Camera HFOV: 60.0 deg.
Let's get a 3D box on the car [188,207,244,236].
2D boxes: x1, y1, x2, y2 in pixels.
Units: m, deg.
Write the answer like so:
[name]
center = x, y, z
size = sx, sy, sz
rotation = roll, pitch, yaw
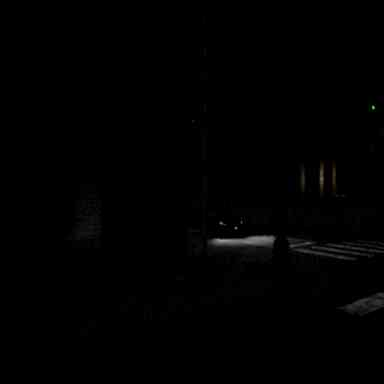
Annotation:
[car]
center = 0.894, 1.578, 18.954
size = 1.812, 1.442, 4.674
rotation = 0, 0, -36
